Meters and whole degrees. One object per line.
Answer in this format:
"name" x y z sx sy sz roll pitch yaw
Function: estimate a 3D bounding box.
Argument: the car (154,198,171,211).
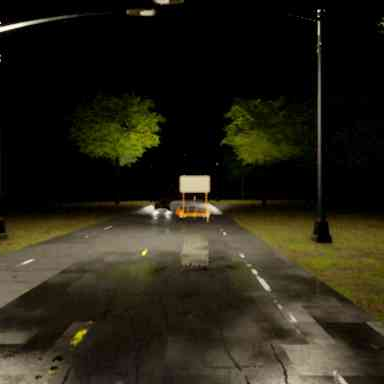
"car" -3.576 1.485 40.940 1.837 1.490 4.892 0 0 0

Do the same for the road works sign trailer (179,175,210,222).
"road works sign trailer" 0.229 0.442 26.315 2.380 3.560 2.880 0 0 2
